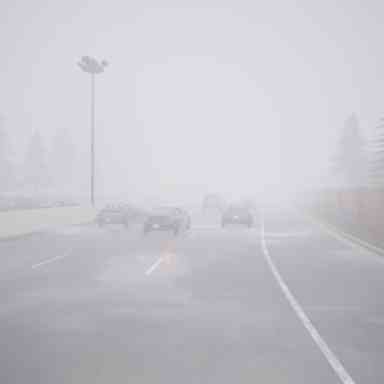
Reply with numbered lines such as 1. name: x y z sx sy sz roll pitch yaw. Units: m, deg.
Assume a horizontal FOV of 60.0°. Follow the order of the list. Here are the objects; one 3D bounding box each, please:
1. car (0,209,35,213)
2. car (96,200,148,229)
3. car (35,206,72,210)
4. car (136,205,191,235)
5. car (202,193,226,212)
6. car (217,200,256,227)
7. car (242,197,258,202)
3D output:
1. car: -16.603 1.201 31.923 2.097 1.767 4.553 0 0 12
2. car: -4.295 1.420 21.192 2.128 1.511 4.902 0 0 11
3. car: -12.843 1.464 32.798 1.895 1.301 4.718 0 0 12
4. car: -1.303 1.474 18.318 1.812 1.442 4.674 0 0 11
5. car: 2.486 1.140 36.730 2.150 2.045 5.566 0 0 12
6. car: 3.146 1.520 22.697 1.994 1.385 4.181 0 0 12
7. car: 6.860 1.433 40.455 1.837 1.490 4.892 0 0 12
